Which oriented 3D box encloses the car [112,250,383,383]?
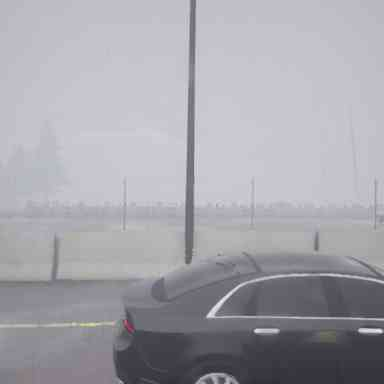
[{"bbox_3d":[1.568,1.503,3.958,4.892,1.490,1.837,0,0,-3],"label":"car"}]
